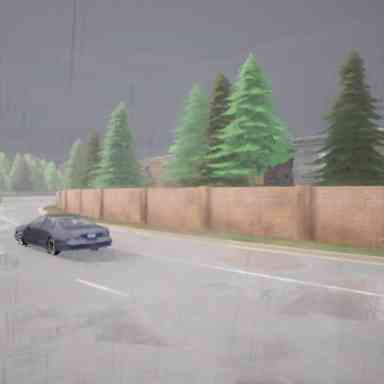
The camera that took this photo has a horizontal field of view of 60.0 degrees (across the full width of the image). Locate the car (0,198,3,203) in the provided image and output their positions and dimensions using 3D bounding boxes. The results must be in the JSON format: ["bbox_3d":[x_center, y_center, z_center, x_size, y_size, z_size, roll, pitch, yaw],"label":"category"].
[{"bbox_3d":[-38.934,1.435,64.947,1.837,1.490,4.892,0,0,-5],"label":"car"}]

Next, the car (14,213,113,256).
[{"bbox_3d":[-5.283,1.563,13.266,5.357,1.411,2.033,0,0,44],"label":"car"}]
